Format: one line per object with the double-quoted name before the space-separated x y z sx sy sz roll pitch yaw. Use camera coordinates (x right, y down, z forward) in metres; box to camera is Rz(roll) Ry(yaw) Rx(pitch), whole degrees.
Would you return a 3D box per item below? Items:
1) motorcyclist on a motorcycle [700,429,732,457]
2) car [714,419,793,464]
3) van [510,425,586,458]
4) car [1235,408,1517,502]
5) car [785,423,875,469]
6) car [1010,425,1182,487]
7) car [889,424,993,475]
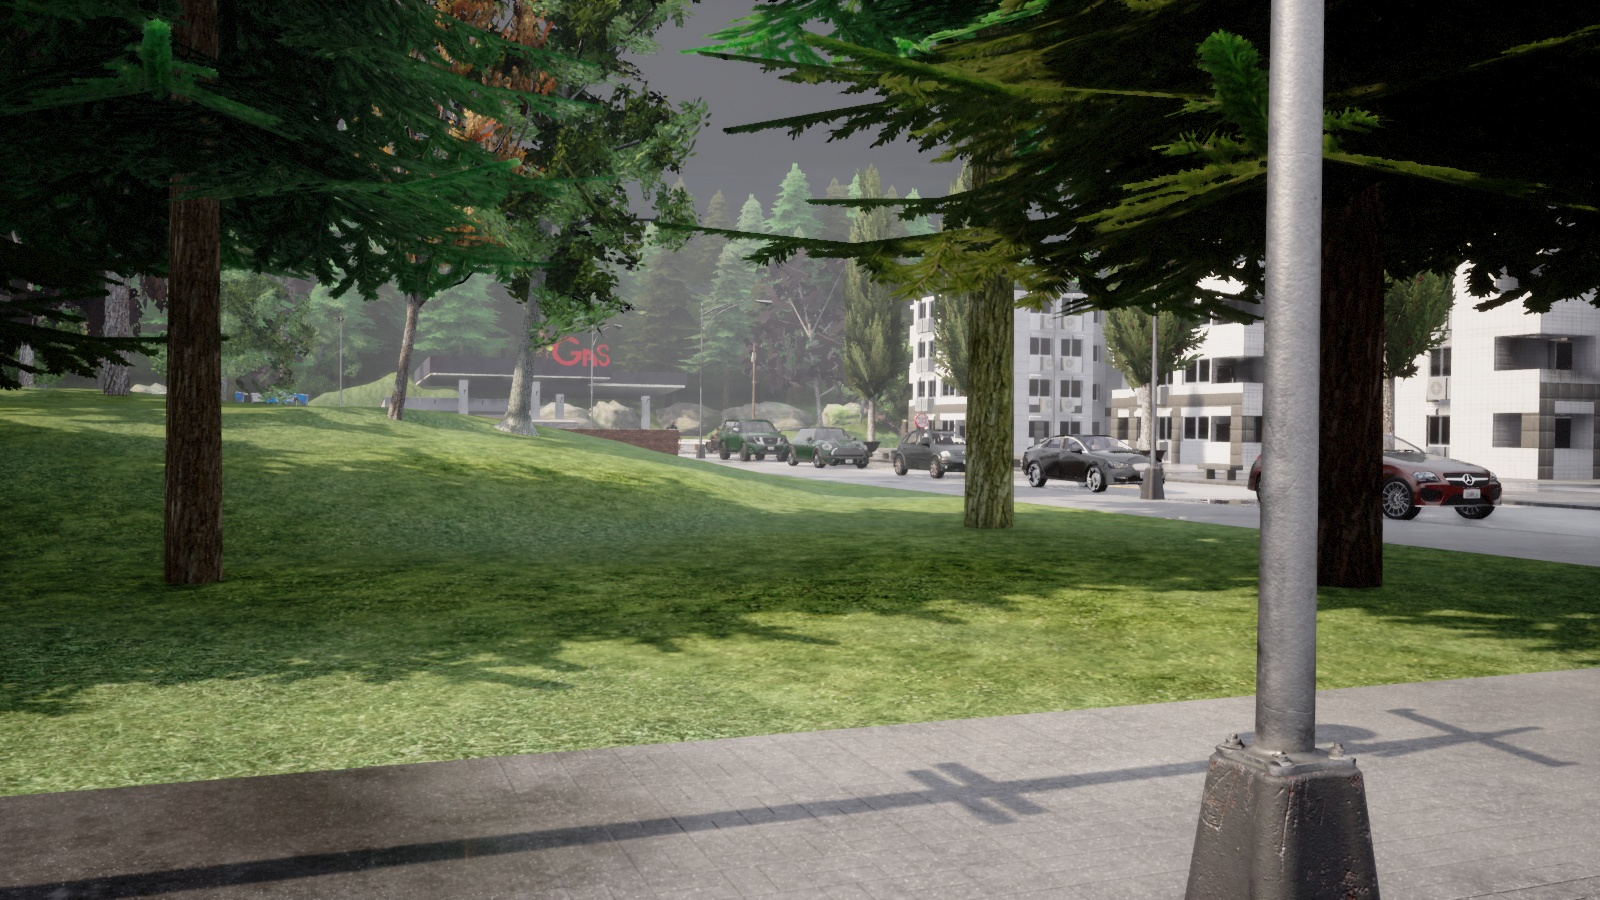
"motorcyclist on a motorcycle" -5.164 -0.445 76.875 0.766 1.649 2.350 -2 1 -38
"car" -2.300 -0.444 60.608 2.150 2.045 5.566 -1 1 -20
"van" -15.405 -0.532 76.851 4.442 1.987 1.775 -1 1 -11
"car" 11.236 0.049 24.984 2.152 1.651 5.027 -1 1 -21
"car" 1.164 -0.194 51.480 2.097 1.767 4.553 -1 1 -21
"car" 7.848 0.118 33.881 2.128 1.511 4.902 -1 1 -21
"car" 4.682 -0.041 42.217 1.851 1.617 3.988 -1 1 -21
